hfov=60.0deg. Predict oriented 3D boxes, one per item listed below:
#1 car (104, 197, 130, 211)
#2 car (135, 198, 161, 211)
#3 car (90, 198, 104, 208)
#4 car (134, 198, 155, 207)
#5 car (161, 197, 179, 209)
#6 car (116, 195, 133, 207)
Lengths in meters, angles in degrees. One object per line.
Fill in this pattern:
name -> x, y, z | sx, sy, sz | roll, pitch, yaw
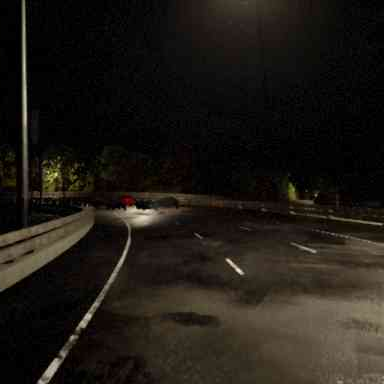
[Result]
car -> -10.037, 1.718, 44.515 | 1.812, 1.442, 4.674 | -1, 0, -24
car -> -6.026, 1.712, 44.108 | 1.994, 1.385, 4.181 | -1, 0, -23
car -> -15.229, 1.744, 54.376 | 1.882, 1.535, 5.008 | -1, 0, -33
car -> -7.977, 1.756, 55.815 | 1.994, 1.385, 4.181 | -1, 0, -31
car -> -3.524, 1.479, 47.031 | 2.097, 1.767, 4.553 | -1, 0, -24
car -> -11.547, 1.450, 55.021 | 2.150, 2.045, 5.566 | -1, 0, -31
